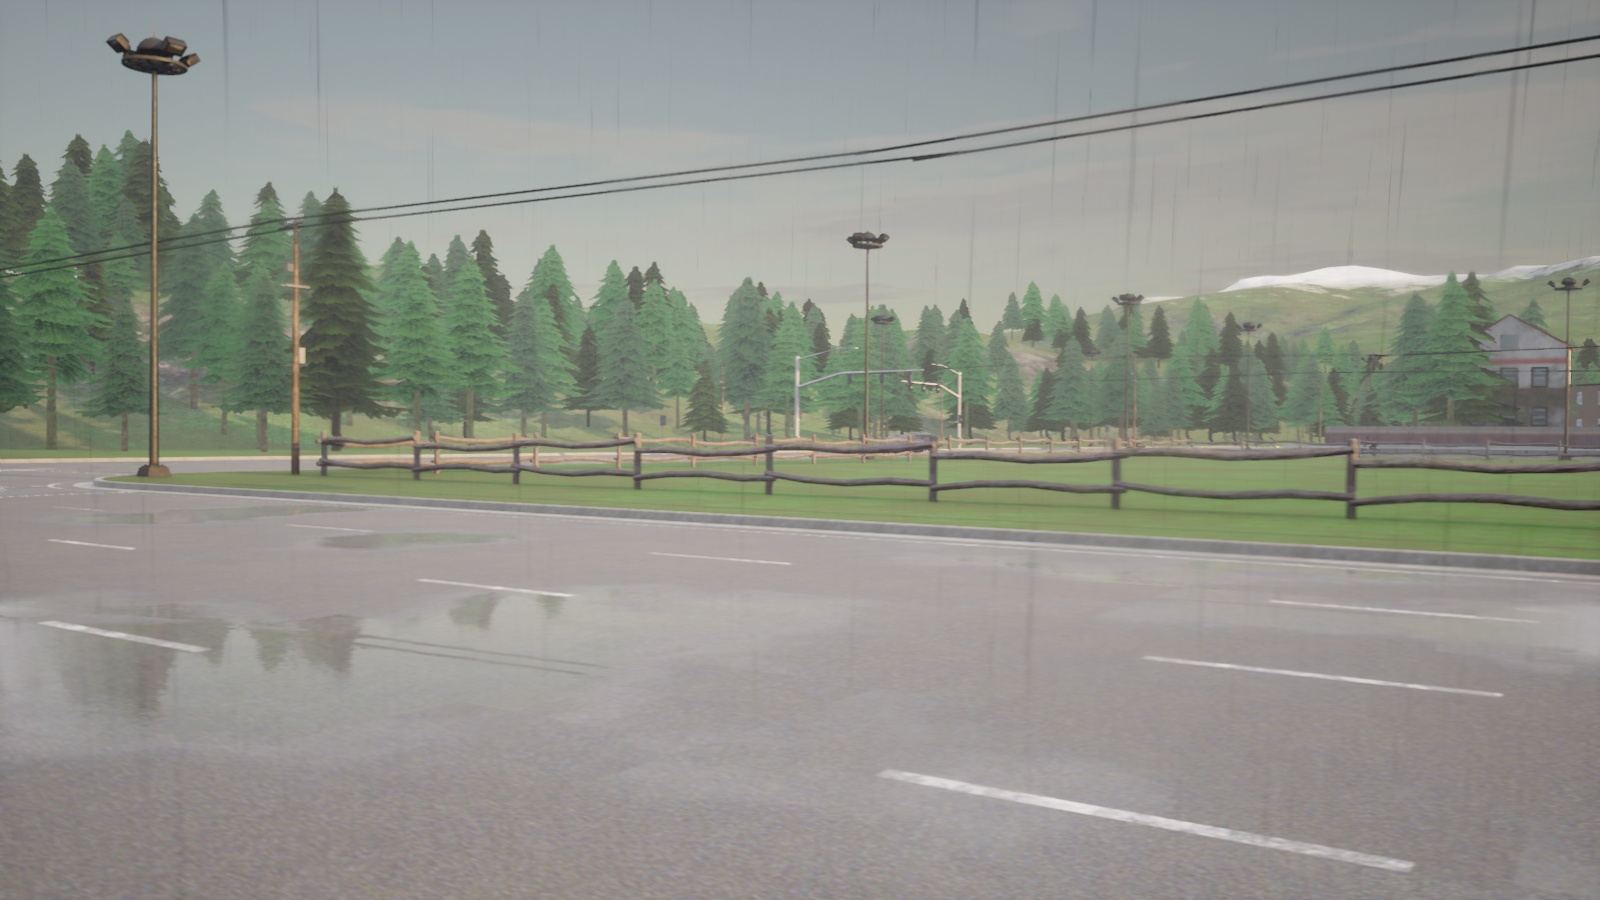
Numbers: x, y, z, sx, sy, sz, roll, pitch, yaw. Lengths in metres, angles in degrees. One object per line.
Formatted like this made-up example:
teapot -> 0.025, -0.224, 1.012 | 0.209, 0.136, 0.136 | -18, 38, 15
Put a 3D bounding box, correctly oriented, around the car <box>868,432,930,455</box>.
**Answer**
car -> 6.851, -0.462, 86.343 | 2.163, 1.488, 4.792 | 0, 1, 34
